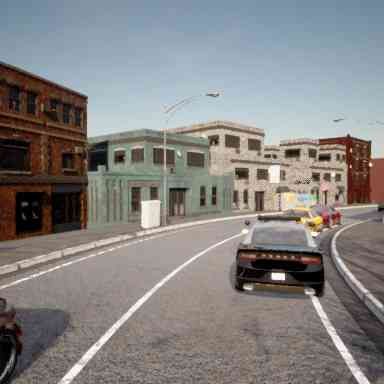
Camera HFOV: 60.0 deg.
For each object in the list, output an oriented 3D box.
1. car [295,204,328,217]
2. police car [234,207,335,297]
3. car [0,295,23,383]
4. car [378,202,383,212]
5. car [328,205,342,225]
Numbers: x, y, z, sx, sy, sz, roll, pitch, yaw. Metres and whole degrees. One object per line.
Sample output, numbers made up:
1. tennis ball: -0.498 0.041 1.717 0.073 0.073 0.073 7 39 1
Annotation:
1. car: 5.796 1.471 17.656 1.801 1.575 5.366 1 0 28
2. police car: 2.323 1.428 8.912 1.930 1.638 5.238 0 0 15
3. car: -3.245 1.559 2.476 1.994 1.385 4.181 0 0 6
4. car: 24.047 1.683 40.147 4.181 1.385 1.994 0 1 -44
5. car: 8.689 1.557 22.248 1.812 1.442 4.674 1 0 36
